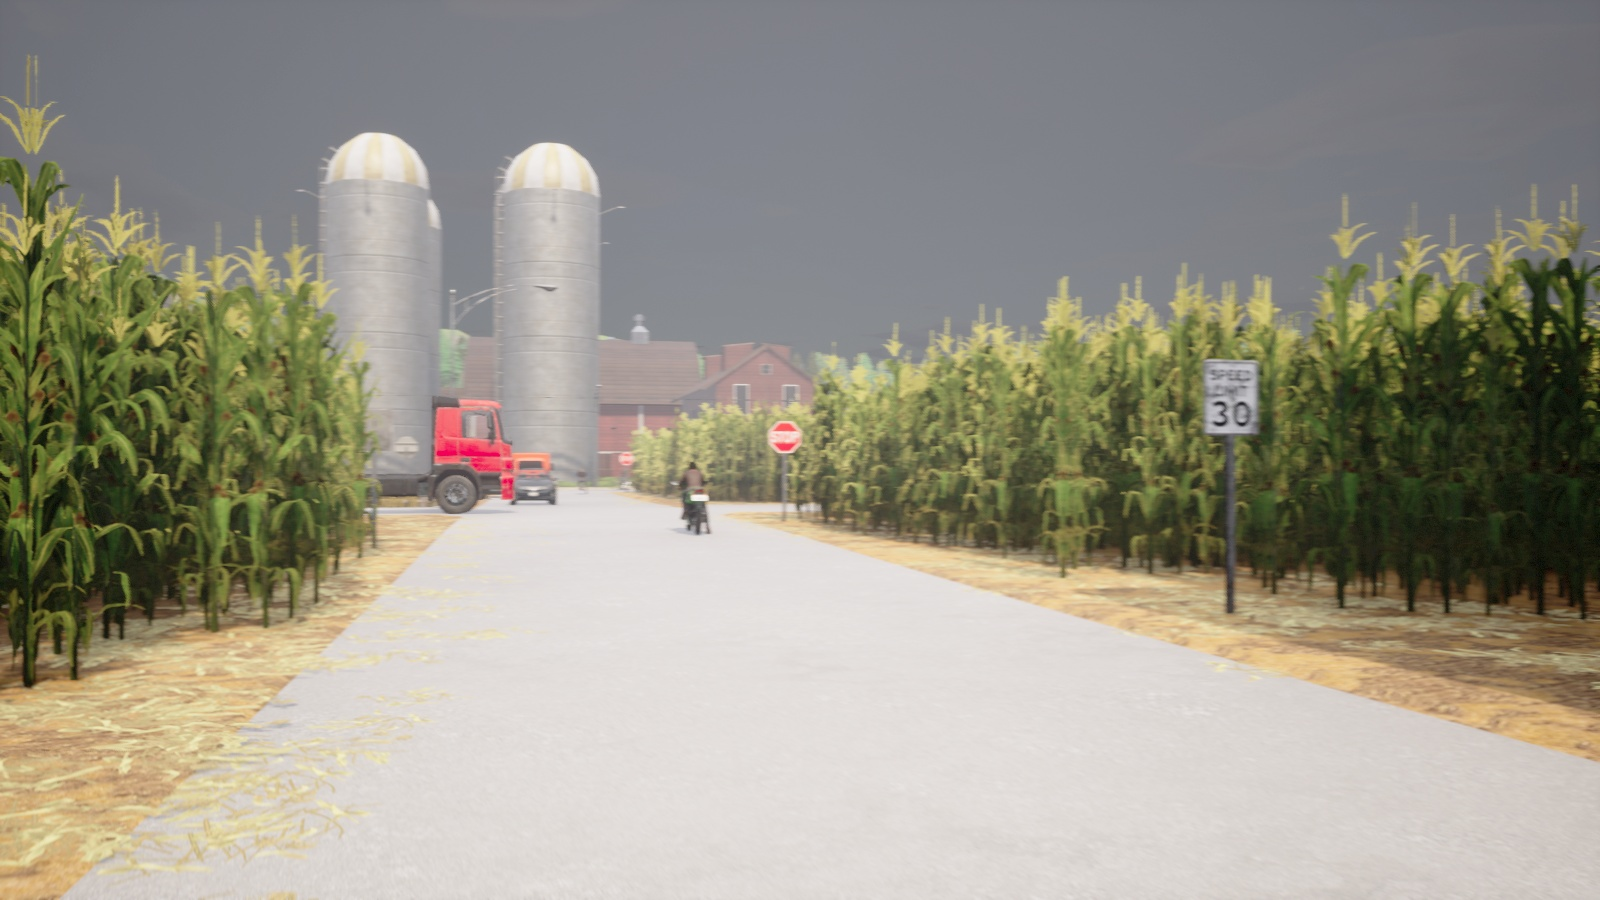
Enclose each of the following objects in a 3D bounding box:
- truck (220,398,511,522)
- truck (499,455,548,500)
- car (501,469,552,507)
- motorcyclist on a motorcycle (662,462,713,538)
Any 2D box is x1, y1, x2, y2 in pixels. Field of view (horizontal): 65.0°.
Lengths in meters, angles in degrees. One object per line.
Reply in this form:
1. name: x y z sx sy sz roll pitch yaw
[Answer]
1. truck: -12.714 0.265 37.502 7.936 3.462 2.891 -1 -1 -13
2. truck: -15.765 1.535 71.572 2.627 2.467 5.204 0 -1 -13
3. car: -11.483 1.575 52.665 2.007 1.525 4.514 0 -1 -13
4. motorcyclist on a motorcycle: -2.396 1.023 26.595 0.797 1.523 2.044 0 0 -13
